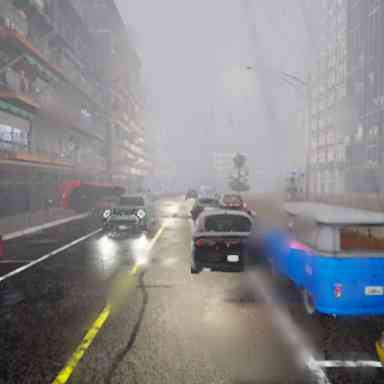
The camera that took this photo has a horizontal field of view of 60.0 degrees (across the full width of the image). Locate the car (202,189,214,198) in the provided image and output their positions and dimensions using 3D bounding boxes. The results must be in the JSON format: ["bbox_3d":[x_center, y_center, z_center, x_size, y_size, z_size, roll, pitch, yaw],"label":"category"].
[{"bbox_3d":[2.671,0.169,56.646,1.752,1.417,4.829,0,1,0],"label":"car"}]

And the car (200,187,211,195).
[{"bbox_3d":[2.667,-0.167,67.525,1.967,1.590,4.097,0,1,0],"label":"car"}]

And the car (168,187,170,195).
[{"bbox_3d":[-5.711,0.086,62.001,1.947,1.339,4.313,0,1,0],"label":"car"}]

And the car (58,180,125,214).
[{"bbox_3d":[-7.397,0.352,25.077,2.045,2.150,5.566,17,6,28],"label":"car"}]

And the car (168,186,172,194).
[{"bbox_3d":[-5.712,-0.063,67.526,1.887,1.381,4.507,0,1,0],"label":"car"}]

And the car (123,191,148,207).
[{"bbox_3d":[-5.705,0.697,34.205,1.752,1.417,4.829,0,1,0],"label":"car"}]

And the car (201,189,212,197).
[{"bbox_3d":[2.670,0.085,62.003,1.947,1.339,4.313,0,1,0],"label":"car"}]

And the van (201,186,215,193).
[{"bbox_3d":[2.671,0.118,50.947,1.690,1.788,3.998,0,1,0],"label":"van"}]

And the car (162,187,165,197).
[{"bbox_3d":[-5.708,0.327,50.951,2.008,1.369,4.403,0,1,0],"label":"car"}]

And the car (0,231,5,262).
[{"bbox_3d":[-5.698,1.376,6.749,1.887,1.381,4.507,0,1,0],"label":"car"}]

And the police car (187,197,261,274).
[{"bbox_3d":[0.897,1.181,9.855,1.930,1.638,5.238,0,1,0],"label":"police car"}]

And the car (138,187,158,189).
[{"bbox_3d":[-5.707,0.352,39.895,2.192,1.841,5.009,0,1,0],"label":"car"}]

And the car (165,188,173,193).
[{"bbox_3d":[-5.716,-0.403,84.102,1.802,1.307,4.206,0,1,0],"label":"car"}]

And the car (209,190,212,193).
[{"bbox_3d":[2.677,0.821,29.021,1.752,1.417,4.829,0,1,0],"label":"car"}]

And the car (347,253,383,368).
[{"bbox_3d":[2.684,1.487,1.396,1.752,1.417,4.829,0,1,0],"label":"car"}]

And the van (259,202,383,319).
[{"bbox_3d":[2.681,1.172,6.746,1.690,1.788,3.998,0,1,0],"label":"van"}]

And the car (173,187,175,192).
[{"bbox_3d":[-5.715,-0.277,78.577,1.802,1.307,4.206,0,1,0],"label":"car"}]

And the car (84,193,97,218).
[{"bbox_3d":[-5.702,0.976,23.325,1.887,1.381,4.507,0,1,0],"label":"car"}]

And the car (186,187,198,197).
[{"bbox_3d":[-0.012,-0.076,59.744,2.097,1.767,4.553,0,1,0],"label":"car"}]

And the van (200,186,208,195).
[{"bbox_3d":[2.665,-0.393,73.049,1.690,1.788,3.998,0,1,0],"label":"van"}]

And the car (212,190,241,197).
[{"bbox_3d":[2.678,0.871,23.324,1.967,1.590,4.097,0,1,0],"label":"car"}]

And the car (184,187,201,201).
[{"bbox_3d":[0.007,0.394,46.163,1.837,1.490,4.892,0,1,0],"label":"car"}]

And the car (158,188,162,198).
[{"bbox_3d":[-5.706,0.457,45.426,2.008,1.369,4.403,0,1,0],"label":"car"}]

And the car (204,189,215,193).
[{"bbox_3d":[2.674,0.618,39.903,1.802,1.307,4.206,0,1,0],"label":"car"}]

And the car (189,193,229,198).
[{"bbox_3d":[0.894,1.022,19.744,1.837,1.490,4.892,0,1,0],"label":"car"}]

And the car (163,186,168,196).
[{"bbox_3d":[-5.710,0.088,56.472,1.967,1.590,4.097,0,1,0],"label":"car"}]

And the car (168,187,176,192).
[{"bbox_3d":[-5.718,-0.668,95.152,1.947,1.339,4.313,0,1,0],"label":"car"}]

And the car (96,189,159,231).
[{"bbox_3d":[-3.104,0.933,17.082,2.097,1.767,4.553,0,1,0],"label":"car"}]

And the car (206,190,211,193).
[{"bbox_3d":[2.676,0.749,34.378,1.802,1.307,4.206,0,1,0],"label":"car"}]
